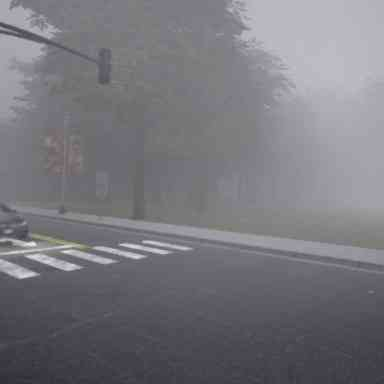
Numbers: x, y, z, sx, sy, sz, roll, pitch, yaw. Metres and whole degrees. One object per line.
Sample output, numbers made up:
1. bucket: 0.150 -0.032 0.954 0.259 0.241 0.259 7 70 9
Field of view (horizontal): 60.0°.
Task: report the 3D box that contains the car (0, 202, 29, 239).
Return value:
1. car: -8.336 1.082 13.435 4.674 1.442 1.812 2 0 40
